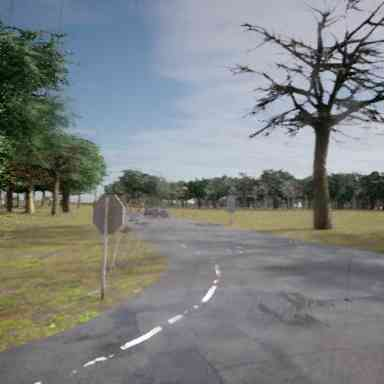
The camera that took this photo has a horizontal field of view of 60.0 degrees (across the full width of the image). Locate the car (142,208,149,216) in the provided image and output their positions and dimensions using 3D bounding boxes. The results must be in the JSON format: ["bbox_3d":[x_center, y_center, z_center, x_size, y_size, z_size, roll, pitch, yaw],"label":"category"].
[{"bbox_3d":[-7.500,3.488,58.464,2.033,1.411,5.357,3,-3,-16],"label":"car"}]

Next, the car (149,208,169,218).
[{"bbox_3d":[-4.606,3.055,48.767,1.812,1.442,4.674,2,-3,-16],"label":"car"}]
